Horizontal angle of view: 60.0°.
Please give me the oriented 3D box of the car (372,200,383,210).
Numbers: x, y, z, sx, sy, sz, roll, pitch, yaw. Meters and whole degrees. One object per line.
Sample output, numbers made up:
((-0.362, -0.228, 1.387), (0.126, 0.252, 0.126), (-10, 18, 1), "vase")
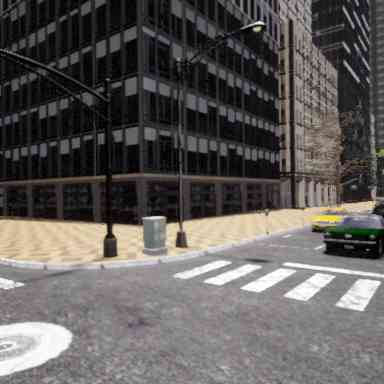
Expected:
((12.219, 1.504, 20.771), (1.837, 1.490, 4.892), (-1, 0, 37), "car")

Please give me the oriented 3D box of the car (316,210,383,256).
((6.746, 1.611, 13.368), (1.895, 1.301, 4.718), (-1, 0, 36), "car")

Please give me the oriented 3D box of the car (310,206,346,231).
((8.585, 1.556, 20.233), (1.752, 1.417, 4.829), (-1, -1, 37), "car")

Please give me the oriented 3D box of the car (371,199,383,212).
((22.122, 1.569, 38.485), (1.947, 1.339, 4.313), (-1, -1, 37), "car")
